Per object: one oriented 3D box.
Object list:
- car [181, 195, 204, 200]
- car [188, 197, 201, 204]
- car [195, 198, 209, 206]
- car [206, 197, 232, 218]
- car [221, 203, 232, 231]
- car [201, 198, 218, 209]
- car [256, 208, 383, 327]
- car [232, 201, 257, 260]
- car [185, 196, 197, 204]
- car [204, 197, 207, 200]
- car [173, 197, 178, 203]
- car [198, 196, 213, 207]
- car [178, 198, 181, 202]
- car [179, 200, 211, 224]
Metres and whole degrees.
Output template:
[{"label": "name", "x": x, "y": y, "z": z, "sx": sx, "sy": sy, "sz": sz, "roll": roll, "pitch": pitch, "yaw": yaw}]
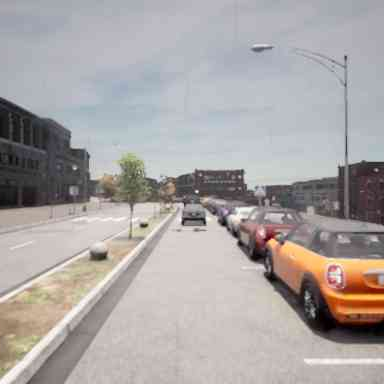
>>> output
[{"label": "car", "x": -0.031, "y": 1.361, "z": 42.815, "sx": 2.150, "sy": 2.045, "sz": 5.566, "roll": 0, "pitch": -1, "yaw": -1}, {"label": "car", "x": 0.503, "y": 1.918, "z": 73.521, "sx": 2.231, "sy": 1.521, "sz": 4.892, "roll": 0, "pitch": -1, "yaw": -7}, {"label": "car", "x": 1.778, "y": 1.840, "z": 62.655, "sx": 2.163, "sy": 1.488, "sz": 4.792, "roll": 0, "pitch": -1, "yaw": -5}, {"label": "car", "x": 2.985, "y": 1.571, "z": 34.827, "sx": 2.231, "sy": 1.521, "sz": 4.892, "roll": 0, "pitch": 0, "yaw": 0}, {"label": "car", "x": 2.991, "y": 1.560, "z": 18.392, "sx": 2.002, "sy": 1.452, "sz": 4.674, "roll": 0, "pitch": 0, "yaw": 0}, {"label": "car", "x": 2.626, "y": 1.702, "z": 51.437, "sx": 2.097, "sy": 1.535, "sz": 5.008, "roll": 0, "pitch": -1, "yaw": -2}, {"label": "car", "x": 2.995, "y": 1.366, "z": 7.195, "sx": 2.185, "sy": 1.767, "sz": 4.553, "roll": 0, "pitch": 0, "yaw": 0}, {"label": "car", "x": 2.993, "y": 1.378, "z": 12.716, "sx": 2.185, "sy": 1.767, "sz": 4.553, "roll": 0, "pitch": 0, "yaw": 0}, {"label": "car", "x": -0.340, "y": 1.865, "z": 79.095, "sx": 2.185, "sy": 1.767, "sz": 4.553, "roll": 0, "pitch": -1, "yaw": -9}, {"label": "car", "x": 2.860, "y": 1.689, "z": 45.893, "sx": 2.002, "sy": 1.452, "sz": 4.674, "roll": 0, "pitch": -1, "yaw": -1}, {"label": "car", "x": -3.506, "y": 2.383, "z": 95.437, "sx": 2.002, "sy": 1.452, "sz": 4.674, "roll": 0, "pitch": -2, "yaw": -12}, {"label": "car", "x": 2.276, "y": 1.630, "z": 56.951, "sx": 2.185, "sy": 1.767, "sz": 4.553, "roll": 0, "pitch": -1, "yaw": -4}, {"label": "car", "x": -1.280, "y": 1.836, "z": 84.627, "sx": 2.435, "sy": 2.045, "sz": 5.566, "roll": 0, "pitch": -1, "yaw": -10}, {"label": "car", "x": 0.117, "y": 1.607, "z": 25.487, "sx": 2.033, "sy": 1.411, "sz": 5.357, "roll": 0, "pitch": 0, "yaw": -1}]
